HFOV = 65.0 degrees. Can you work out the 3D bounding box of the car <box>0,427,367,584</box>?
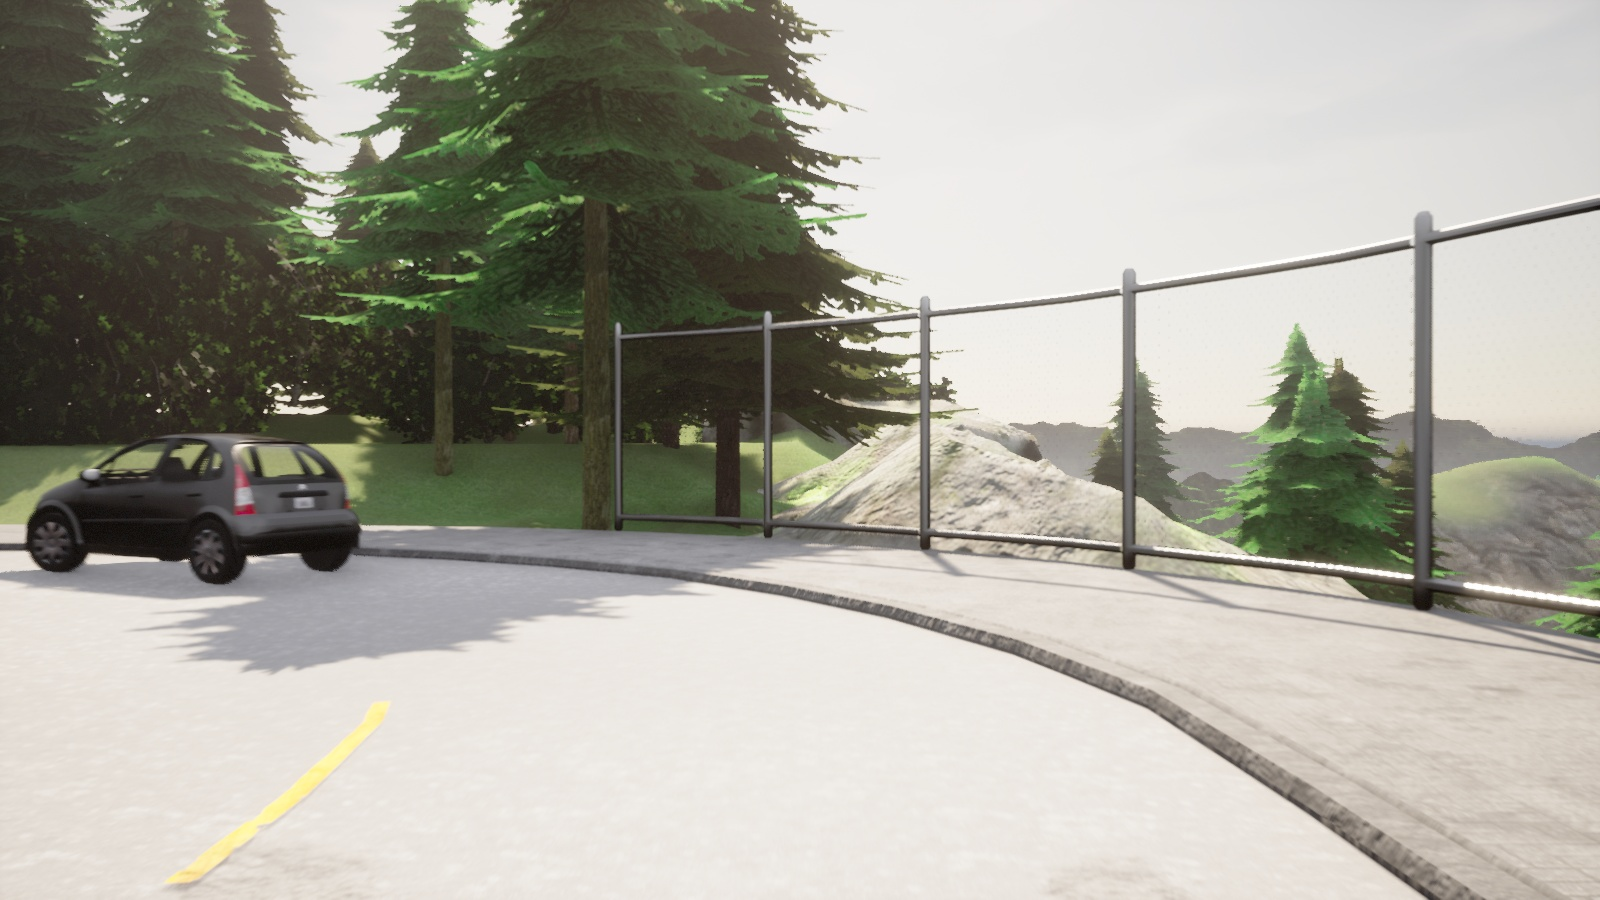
[{"bbox_3d":[-7.202,0.558,14.585,3.988,1.617,1.851,0,0,26],"label":"car"}]
